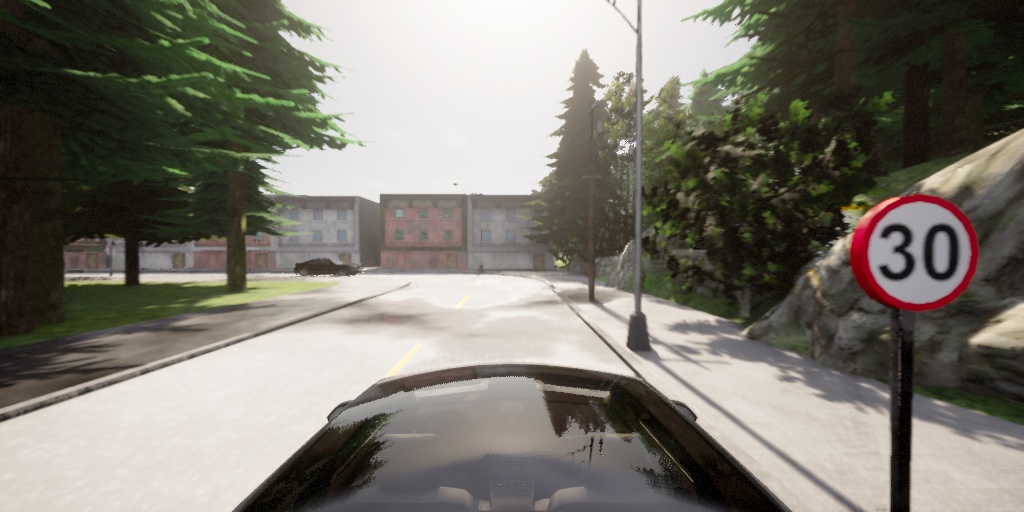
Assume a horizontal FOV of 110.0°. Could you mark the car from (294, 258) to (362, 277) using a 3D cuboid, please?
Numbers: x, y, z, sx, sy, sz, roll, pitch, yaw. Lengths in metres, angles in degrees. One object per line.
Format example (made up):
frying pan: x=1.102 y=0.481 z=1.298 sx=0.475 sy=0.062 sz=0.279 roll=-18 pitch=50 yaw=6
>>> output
car: x=-14.668 y=0.893 z=28.745 sx=5.008 sy=1.535 sz=1.882 roll=0 pitch=1 yaw=1
